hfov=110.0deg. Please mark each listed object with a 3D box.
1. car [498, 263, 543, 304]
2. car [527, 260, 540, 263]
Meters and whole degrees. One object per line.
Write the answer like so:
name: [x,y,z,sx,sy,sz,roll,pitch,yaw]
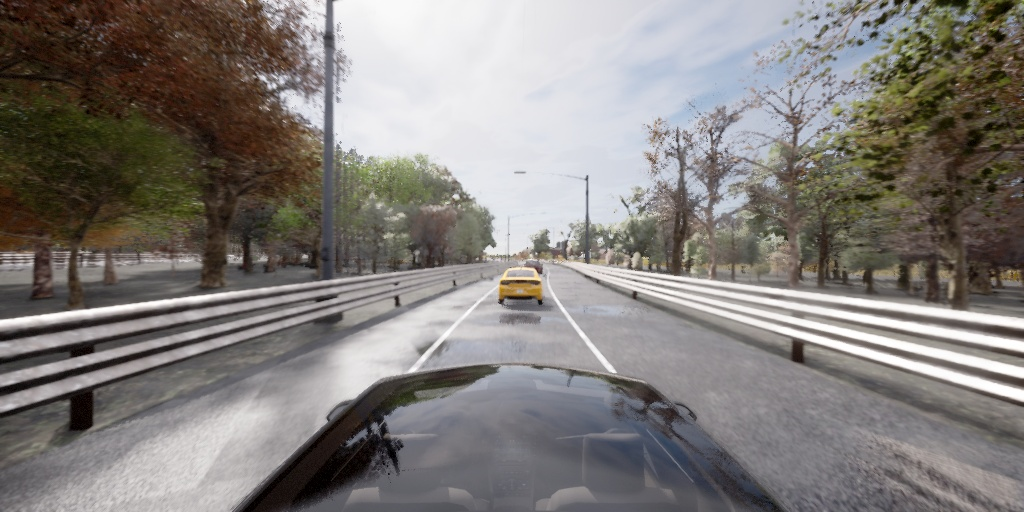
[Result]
car: [0.450,1.286,16.986,1.882,1.535,5.008,0,0,3]
car: [2.467,1.279,41.127,2.097,1.767,4.553,0,0,6]
